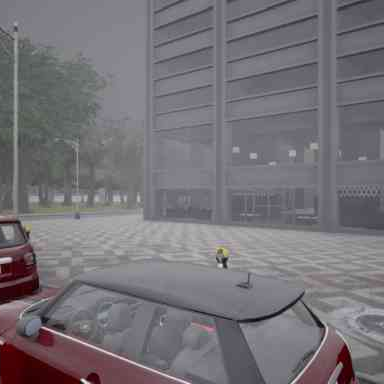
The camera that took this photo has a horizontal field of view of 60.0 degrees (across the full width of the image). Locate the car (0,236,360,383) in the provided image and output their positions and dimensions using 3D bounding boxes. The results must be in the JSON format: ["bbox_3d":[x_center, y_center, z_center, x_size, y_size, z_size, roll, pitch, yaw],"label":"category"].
[{"bbox_3d":[-0.614,1.440,3.398,4.097,1.590,1.967,0,0,35],"label":"car"}]

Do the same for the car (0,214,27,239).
[{"bbox_3d":[-5.043,1.315,6.552,5.009,1.841,2.192,0,0,35],"label":"car"}]
